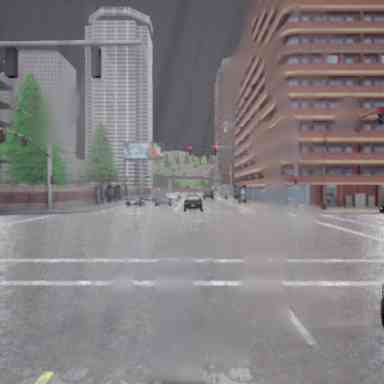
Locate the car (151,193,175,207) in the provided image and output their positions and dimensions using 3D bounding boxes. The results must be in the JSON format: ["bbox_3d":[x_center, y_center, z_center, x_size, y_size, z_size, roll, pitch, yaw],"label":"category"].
[{"bbox_3d":[-3.554,1.161,41.984,1.994,1.385,4.181,0,1,0],"label":"car"}]

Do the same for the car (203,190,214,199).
[{"bbox_3d":[3.554,0.531,71.687,2.150,2.045,5.566,0,1,0],"label":"car"}]

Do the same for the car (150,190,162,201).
[{"bbox_3d":[-7.009,0.937,57.839,2.128,1.511,4.902,0,1,0],"label":"car"}]

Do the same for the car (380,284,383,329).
[{"bbox_3d":[3.599,1.450,2.757,1.882,1.535,5.008,0,1,1],"label":"car"}]

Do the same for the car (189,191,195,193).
[{"bbox_3d":[0.054,0.655,72.481,2.097,1.767,4.553,0,1,0],"label":"car"}]

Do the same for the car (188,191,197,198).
[{"bbox_3d":[0.061,0.558,81.197,2.097,1.767,4.553,0,1,0],"label":"car"}]

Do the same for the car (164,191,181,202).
[{"bbox_3d":[-3.498,0.959,59.017,1.812,1.442,4.674,0,0,1],"label":"car"}]

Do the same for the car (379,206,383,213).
[{"bbox_3d":[17.911,1.232,26.884,5.357,1.411,2.033,0,1,-16],"label":"car"}]

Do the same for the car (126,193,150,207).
[{"bbox_3d":[-7.055,1.090,41.872,2.128,1.511,4.902,0,1,0],"label":"car"}]

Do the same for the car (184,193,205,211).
[{"bbox_3d":[0.126,1.138,35.389,1.882,1.535,5.008,0,1,0],"label":"car"}]

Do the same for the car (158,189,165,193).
[{"bbox_3d":[-6.945,0.517,73.135,2.150,2.045,5.566,0,1,0],"label":"car"}]

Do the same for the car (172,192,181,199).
[{"bbox_3d":[-3.444,0.805,73.996,1.812,1.442,4.674,0,1,0],"label":"car"}]
